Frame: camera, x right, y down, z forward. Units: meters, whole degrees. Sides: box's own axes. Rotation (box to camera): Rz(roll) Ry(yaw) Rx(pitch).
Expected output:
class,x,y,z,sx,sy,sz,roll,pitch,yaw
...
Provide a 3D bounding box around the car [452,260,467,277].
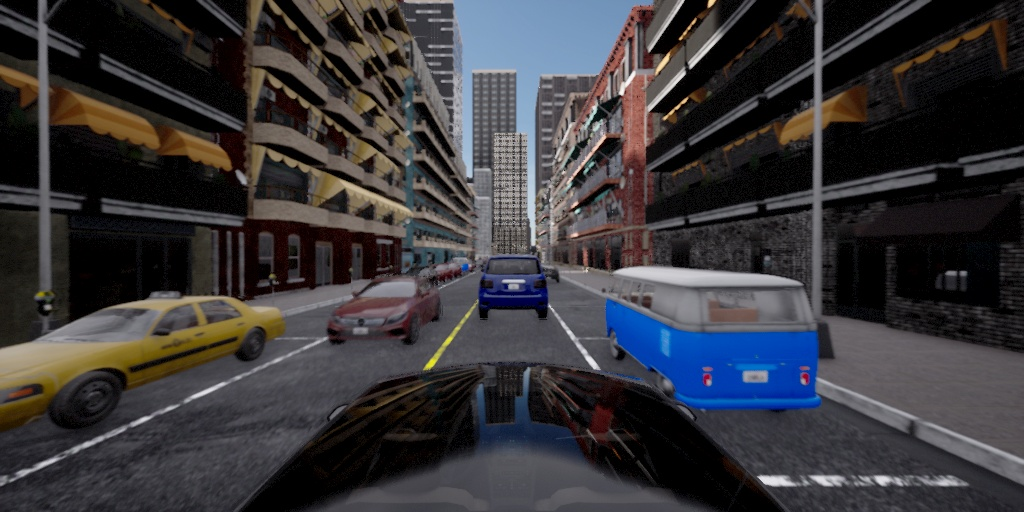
class,x,y,z,sx,sy,sz,roll,pitch,yaw
car,-5.680,1.305,33.433,1.888,1.381,4.507,0,0,0

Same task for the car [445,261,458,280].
class,x,y,z,sx,sy,sz,roll,pitch,yaw
car,-5.682,1.303,27.909,1.888,1.381,4.507,0,0,0

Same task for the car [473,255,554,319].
class,x,y,z,sx,sy,sz,roll,pitch,yaw
car,0.032,0.974,12.885,2.150,2.045,5.566,0,0,0

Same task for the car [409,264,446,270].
class,x,y,z,sx,sy,sz,roll,pitch,yaw
car,-5.684,1.322,22.385,1.948,1.339,4.313,0,0,0

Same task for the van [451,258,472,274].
class,x,y,z,sx,sy,sz,roll,pitch,yaw
van,-5.678,1.104,38.956,1.690,1.789,3.998,0,0,0

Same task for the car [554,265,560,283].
class,x,y,z,sx,sy,sz,roll,pitch,yaw
car,2.699,1.309,27.892,2.007,1.370,4.403,0,0,0

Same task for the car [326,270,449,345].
class,x,y,z,sx,sy,sz,roll,pitch,yaw
car,-3.097,1.278,9.669,1.812,1.442,4.674,0,0,0

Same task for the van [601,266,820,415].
class,x,y,z,sx,sy,sz,roll,pitch,yaw
van,2.690,1.092,5.800,1.690,1.789,3.998,0,0,0

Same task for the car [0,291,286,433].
class,x,y,z,sx,sy,sz,roll,pitch,yaw
car,-5.691,1.276,5.645,1.751,1.417,4.829,0,0,0
